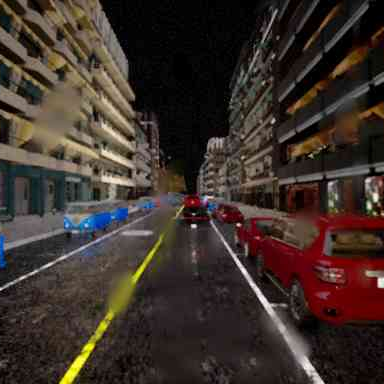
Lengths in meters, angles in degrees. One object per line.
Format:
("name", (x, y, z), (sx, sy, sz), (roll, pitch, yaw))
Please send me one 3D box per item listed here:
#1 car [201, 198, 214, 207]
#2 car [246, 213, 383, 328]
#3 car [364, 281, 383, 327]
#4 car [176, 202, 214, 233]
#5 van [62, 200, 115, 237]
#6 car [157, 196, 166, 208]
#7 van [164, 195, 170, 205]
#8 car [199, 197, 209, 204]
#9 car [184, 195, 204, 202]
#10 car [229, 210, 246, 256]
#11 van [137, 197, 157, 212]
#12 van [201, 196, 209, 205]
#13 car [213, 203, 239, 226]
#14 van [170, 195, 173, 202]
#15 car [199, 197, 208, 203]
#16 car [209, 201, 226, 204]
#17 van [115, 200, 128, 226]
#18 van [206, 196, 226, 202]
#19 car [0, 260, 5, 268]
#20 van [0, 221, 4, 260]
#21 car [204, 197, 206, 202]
("car", (2.690, 1.832, 57.927), (1.947, 1.339, 4.313), (0, 0, 0))
("car", (2.696, 1.343, 6.970), (2.192, 1.841, 5.009), (0, 0, 0))
("car", (2.696, 1.588, 1.307), (1.802, 1.307, 4.206), (0, 0, 0))
("car", (0.098, 1.588, 20.134), (1.837, 1.490, 4.892), (0, 0, 0))
("van", (-5.685, 1.418, 18.293), (1.690, 1.788, 3.998), (0, 0, 0))
("car", (-5.690, 1.782, 52.265), (1.887, 1.381, 4.507), (0, 0, 0))
("van", (-5.690, 1.638, 63.590), (1.690, 1.788, 3.998), (0, 0, 0))
("car", (2.689, 1.926, 74.913), (1.947, 1.339, 4.313), (0, 0, 0))
("car", (0.095, 1.419, 44.347), (2.150, 2.045, 5.566), (0, 0, 0))
("car", (2.695, 1.596, 12.632), (1.887, 1.381, 4.507), (0, 0, 0))
("van", (-5.687, 1.522, 40.941), (1.690, 1.788, 3.998), (0, 0, 0))
("van", (2.690, 1.669, 69.253), (1.690, 1.788, 3.998), (0, 0, 0))
("car", (2.693, 1.683, 23.954), (1.802, 1.307, 4.206), (0, 0, 0))
("van", (-5.693, 1.769, 86.237), (1.690, 1.788, 3.998), (0, 0, 0))
("car", (2.687, 1.959, 80.576), (1.947, 1.339, 4.313), (0, 0, 0))
("car", (2.693, 1.709, 29.617), (1.802, 1.307, 4.206), (0, 0, 0))
("van", (-5.685, 1.443, 23.954), (1.690, 1.788, 3.998), (0, 0, 0))
("van", (2.694, 1.495, 35.280), (1.690, 1.788, 3.998), (0, 0, 0))
("car", (-3.097, 1.532, 1.519), (1.812, 1.442, 4.674), (0, 0, 0))
("van", (-5.684, 1.370, 6.969), (1.690, 1.788, 3.998), (0, 0, 0))
("car", (2.692, 1.753, 46.604), (1.887, 1.381, 4.507), (0, 0, 0))
